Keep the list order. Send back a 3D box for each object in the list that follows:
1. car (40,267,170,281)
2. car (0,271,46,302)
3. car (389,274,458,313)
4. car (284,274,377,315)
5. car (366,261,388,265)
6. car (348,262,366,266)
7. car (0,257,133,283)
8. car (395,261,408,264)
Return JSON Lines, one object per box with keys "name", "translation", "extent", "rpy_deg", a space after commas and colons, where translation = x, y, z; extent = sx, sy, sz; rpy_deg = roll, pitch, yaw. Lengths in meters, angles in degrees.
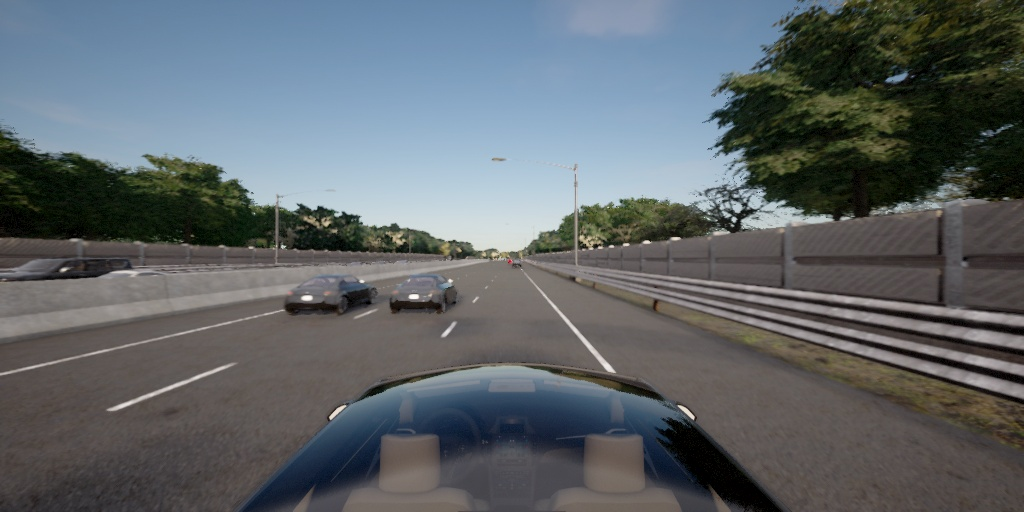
{"name": "car", "translation": [-17.596, 1.377, 16.460], "extent": [1.812, 1.442, 4.674], "rpy_deg": [0, 0, 0]}
{"name": "car", "translation": [-24.594, 1.413, 16.043], "extent": [1.994, 1.385, 4.181], "rpy_deg": [0, 0, 0]}
{"name": "car", "translation": [-3.402, 1.402, 14.455], "extent": [1.994, 1.385, 4.181], "rpy_deg": [0, 0, 0]}
{"name": "car", "translation": [-6.901, 1.399, 14.103], "extent": [1.994, 1.385, 4.181], "rpy_deg": [0, 0, 0]}
{"name": "car", "translation": [-21.036, 1.629, 57.331], "extent": [1.837, 1.490, 4.892], "rpy_deg": [0, 0, 1]}
{"name": "car", "translation": [-24.524, 1.680, 56.908], "extent": [2.033, 1.411, 5.357], "rpy_deg": [0, 0, 0]}
{"name": "car", "translation": [-21.097, 1.075, 16.875], "extent": [2.150, 2.045, 5.566], "rpy_deg": [0, 0, 0]}
{"name": "car", "translation": [-17.537, 1.604, 56.912], "extent": [1.882, 1.535, 5.008], "rpy_deg": [0, 0, 0]}
